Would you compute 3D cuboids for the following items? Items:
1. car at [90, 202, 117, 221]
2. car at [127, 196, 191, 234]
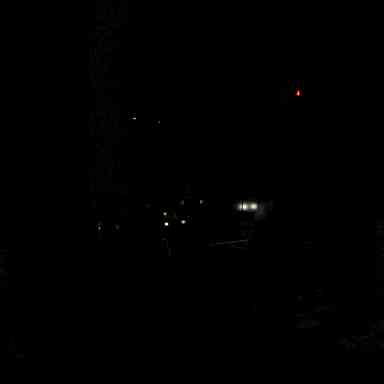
[{"bbox_3d":[-8.170,1.596,28.923,1.882,1.535,5.008,0,0,-35],"label":"car"},{"bbox_3d":[-2.080,1.294,20.399,2.150,2.045,5.566,0,0,-36],"label":"car"}]
